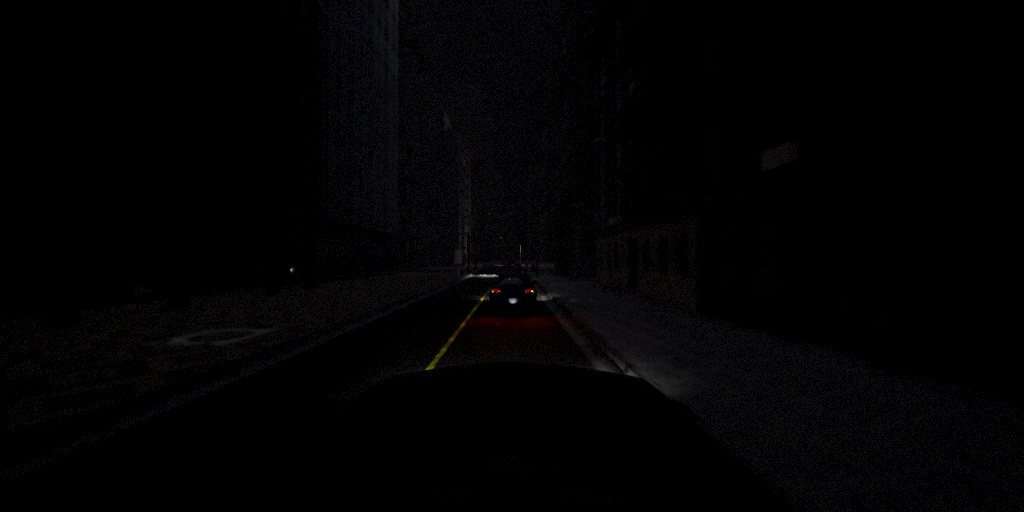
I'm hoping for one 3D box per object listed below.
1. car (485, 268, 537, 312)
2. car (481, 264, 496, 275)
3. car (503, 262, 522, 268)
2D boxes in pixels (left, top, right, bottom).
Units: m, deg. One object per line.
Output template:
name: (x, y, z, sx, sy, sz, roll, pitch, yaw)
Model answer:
car: (0.055, 1.414, 14.929, 1.812, 1.442, 4.674, 0, 0, 1)
car: (-3.035, 1.814, 47.907, 1.994, 1.385, 4.181, 0, -1, 0)
car: (0.051, 1.391, 29.121, 2.097, 1.767, 4.553, 0, -1, 1)
